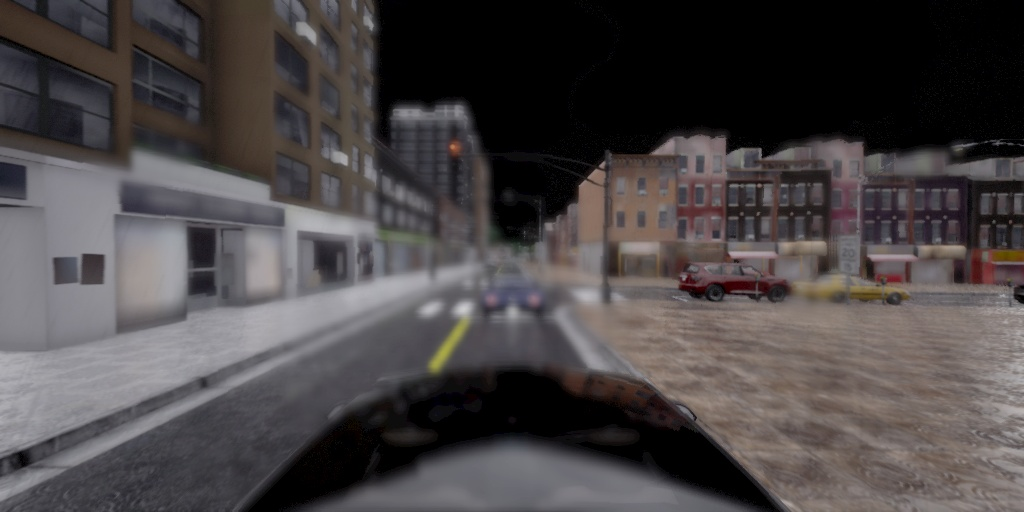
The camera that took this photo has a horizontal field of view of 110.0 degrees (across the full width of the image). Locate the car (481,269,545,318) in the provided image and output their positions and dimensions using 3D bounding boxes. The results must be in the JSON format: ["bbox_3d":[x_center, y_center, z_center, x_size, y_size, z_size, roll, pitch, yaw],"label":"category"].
[{"bbox_3d":[0.050,1.293,12.576,1.895,1.301,4.718,0,0,0],"label":"car"}]

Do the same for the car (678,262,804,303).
[{"bbox_3d":[10.794,1.256,17.572,5.009,1.841,2.192,0,0,0],"label":"car"}]

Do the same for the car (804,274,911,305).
[{"bbox_3d":[16.509,1.569,17.563,4.829,1.417,1.751,0,0,0],"label":"car"}]

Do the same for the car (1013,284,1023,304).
[{"bbox_3d":[27.428,1.813,17.546,4.313,1.339,1.948,0,0,0],"label":"car"}]

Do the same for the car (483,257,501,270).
[{"bbox_3d":[-2.844,1.200,50.295,1.837,1.490,4.892,0,0,0],"label":"car"}]
